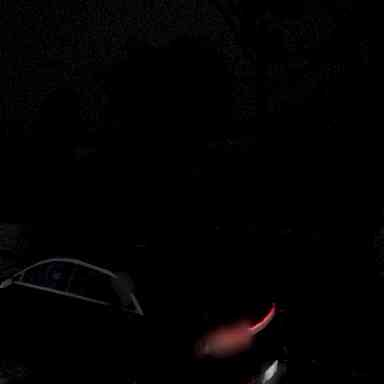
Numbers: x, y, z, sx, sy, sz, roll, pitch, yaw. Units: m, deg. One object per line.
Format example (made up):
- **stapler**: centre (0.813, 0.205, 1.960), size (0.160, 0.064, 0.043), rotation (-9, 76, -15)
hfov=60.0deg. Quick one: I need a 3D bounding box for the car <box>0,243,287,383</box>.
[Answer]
- **car**: centre (-1.230, 1.473, 4.557), size (4.902, 1.511, 2.128), rotation (0, 0, 35)
